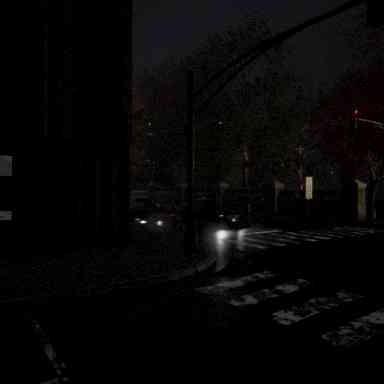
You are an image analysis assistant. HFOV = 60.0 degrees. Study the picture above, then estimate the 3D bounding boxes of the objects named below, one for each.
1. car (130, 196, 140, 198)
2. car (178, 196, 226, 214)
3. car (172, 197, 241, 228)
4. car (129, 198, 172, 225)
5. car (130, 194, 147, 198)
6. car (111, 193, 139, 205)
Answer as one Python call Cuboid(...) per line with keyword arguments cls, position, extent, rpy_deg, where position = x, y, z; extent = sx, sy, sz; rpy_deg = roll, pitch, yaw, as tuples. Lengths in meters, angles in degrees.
Cuboid(cls="car", position=(-5.870, 1.158, 25.459), extent=(1.802, 1.307, 4.206), rpy_deg=(2, 0, -36))
Cuboid(cls="car", position=(0.809, 1.129, 30.524), extent=(1.752, 1.417, 4.829), rpy_deg=(1, 0, -36))
Cuboid(cls="car", position=(0.967, 1.255, 20.448), extent=(1.812, 1.442, 4.674), rpy_deg=(0, 1, -36))
Cuboid(cls="car", position=(-2.612, 1.257, 20.983), extent=(1.802, 1.307, 4.206), rpy_deg=(2, 0, -36))
Cuboid(cls="car", position=(-4.394, 1.093, 27.820), extent=(1.812, 1.442, 4.674), rpy_deg=(0, 1, -36))
Cuboid(cls="car", position=(-8.866, 0.864, 43.817), extent=(2.008, 1.369, 4.403), rpy_deg=(1, 0, -36))
